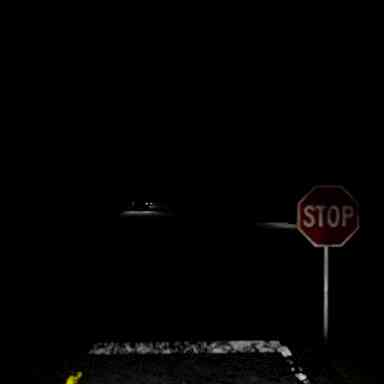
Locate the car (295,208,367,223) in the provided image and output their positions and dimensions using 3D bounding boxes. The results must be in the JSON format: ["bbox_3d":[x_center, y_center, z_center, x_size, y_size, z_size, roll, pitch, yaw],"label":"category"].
[{"bbox_3d":[9.342,1.432,22.475,4.674,1.442,1.812,0,0,-4],"label":"car"}]

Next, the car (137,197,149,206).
[{"bbox_3d":[-8.004,1.543,55.138,1.812,1.442,4.674,0,0,-6],"label":"car"}]

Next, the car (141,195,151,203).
[{"bbox_3d":[-9.633,1.494,69.794,1.882,1.535,5.008,0,0,-7],"label":"car"}]

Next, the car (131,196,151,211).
[{"bbox_3d":[-6.361,1.361,41.049,2.097,1.767,4.553,0,0,-7],"label":"car"}]
